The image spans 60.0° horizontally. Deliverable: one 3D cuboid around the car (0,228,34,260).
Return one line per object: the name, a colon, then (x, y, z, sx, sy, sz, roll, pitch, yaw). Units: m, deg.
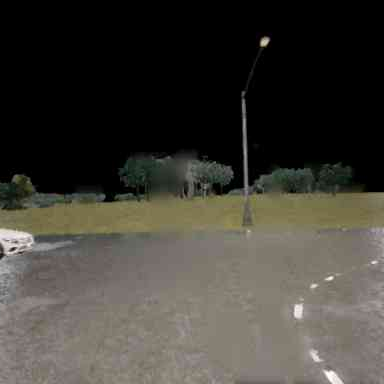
car: (-8.423, 1.708, 12.439, 4.674, 1.442, 1.812, 0, -2, 0)
